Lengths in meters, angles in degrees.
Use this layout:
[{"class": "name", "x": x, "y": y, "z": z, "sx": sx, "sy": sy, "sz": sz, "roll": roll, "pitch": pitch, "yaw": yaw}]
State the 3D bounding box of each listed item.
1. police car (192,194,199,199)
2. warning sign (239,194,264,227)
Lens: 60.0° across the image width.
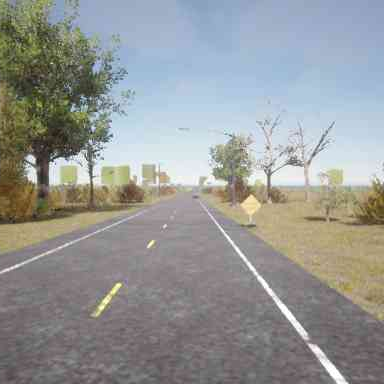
[{"class": "police car", "x": 1.050, "y": 1.274, "z": 95.278, "sx": 1.930, "sy": 1.638, "sz": 5.238, "roll": 0, "pitch": 0, "yaw": 0}, {"class": "warning sign", "x": 3.567, "y": 1.089, "z": 20.140, "sx": 1.300, "sy": 1.860, "sz": 1.060, "roll": 1, "pitch": 1, "yaw": 0}]
